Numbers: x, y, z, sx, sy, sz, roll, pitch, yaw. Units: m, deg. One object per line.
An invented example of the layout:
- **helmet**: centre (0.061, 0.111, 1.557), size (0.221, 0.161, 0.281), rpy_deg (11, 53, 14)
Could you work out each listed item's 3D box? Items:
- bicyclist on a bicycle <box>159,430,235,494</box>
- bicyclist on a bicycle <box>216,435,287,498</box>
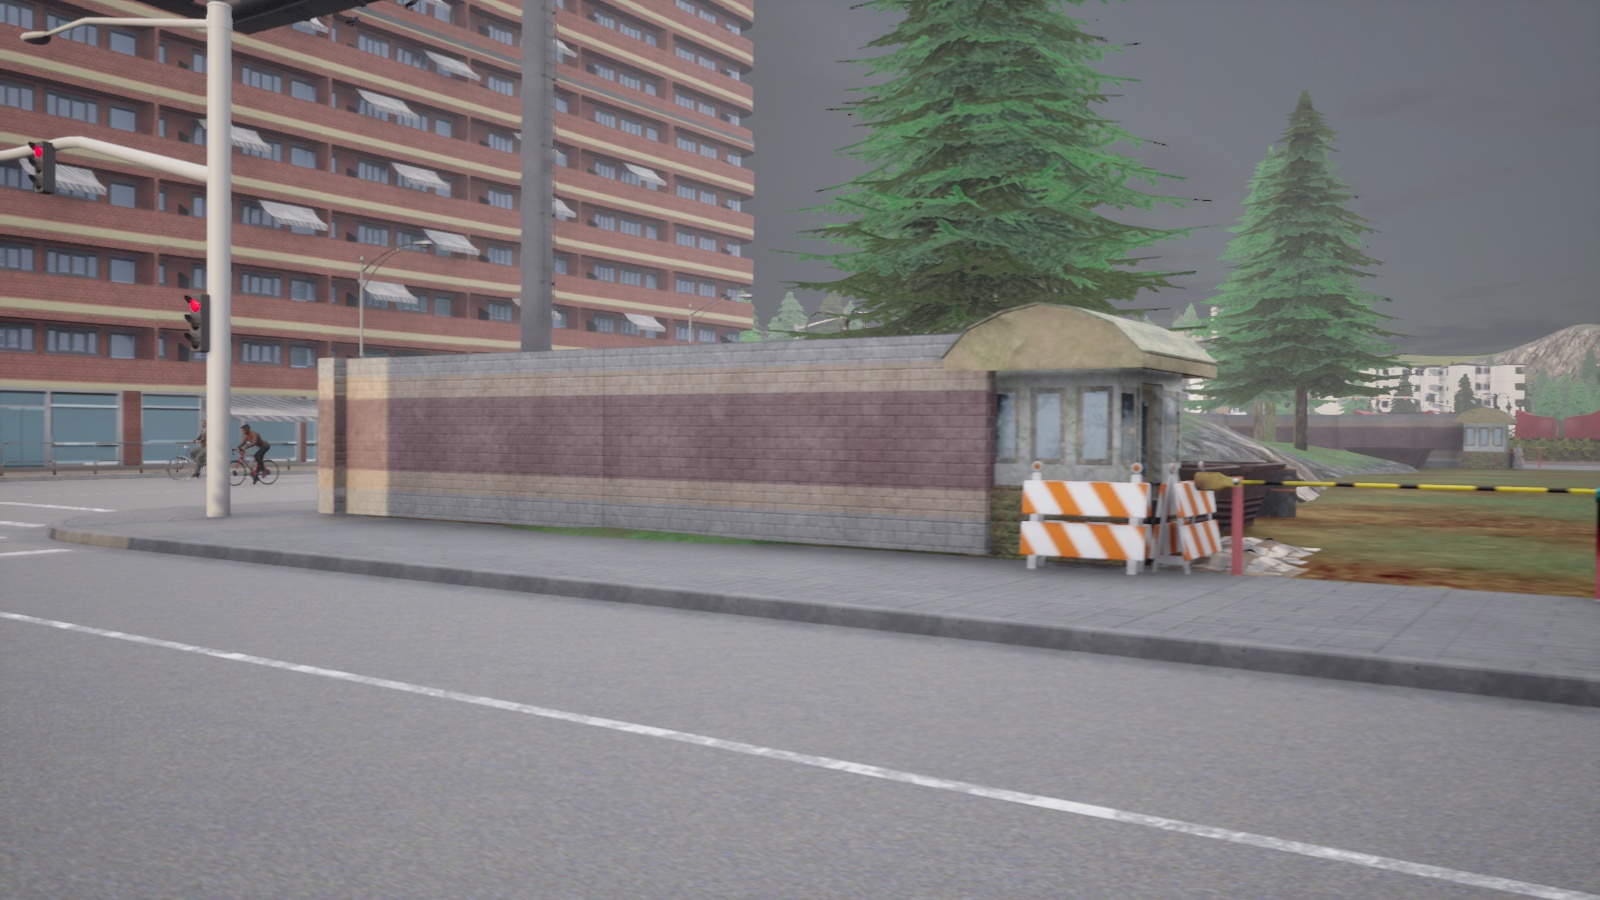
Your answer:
- **bicyclist on a bicycle**: centre (-17.162, 0.324, 35.765), size (0.659, 1.776, 1.843), rpy_deg (0, 1, 34)
- **bicyclist on a bicycle**: centre (-14.554, 0.410, 33.369), size (0.582, 1.620, 1.656), rpy_deg (0, 1, 33)
